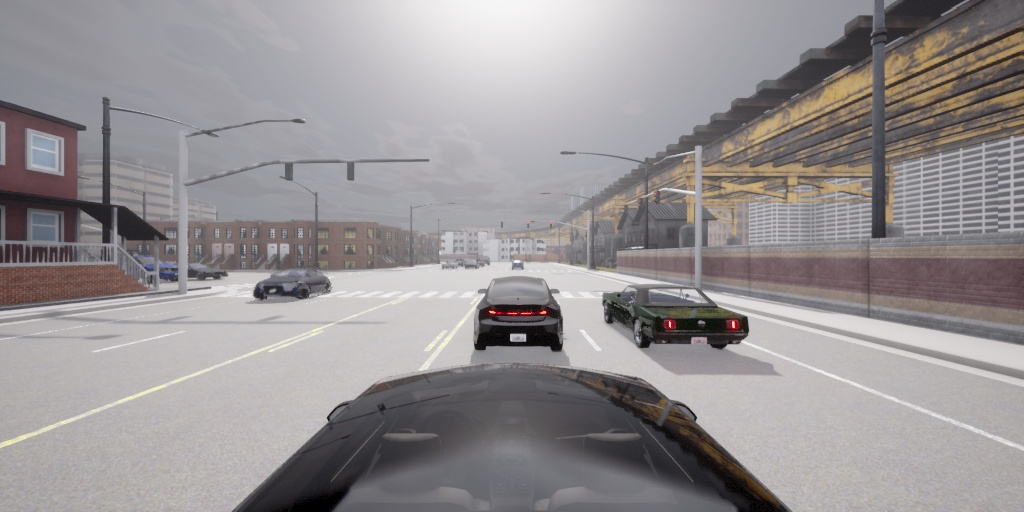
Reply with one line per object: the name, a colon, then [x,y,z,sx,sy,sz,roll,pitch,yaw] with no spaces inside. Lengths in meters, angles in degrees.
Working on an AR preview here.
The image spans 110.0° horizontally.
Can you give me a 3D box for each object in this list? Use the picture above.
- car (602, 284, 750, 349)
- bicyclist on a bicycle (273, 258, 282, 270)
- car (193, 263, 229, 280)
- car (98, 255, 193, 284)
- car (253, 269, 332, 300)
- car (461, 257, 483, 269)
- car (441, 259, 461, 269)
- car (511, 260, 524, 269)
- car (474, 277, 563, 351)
car: [3.668,1.351,9.144,1.895,1.301,4.718,0,0,1]
bicyclist on a bicycle: [-30.533,1.050,46.684,0.582,1.620,1.656,0,0,1]
car: [-27.093,1.297,30.144,5.357,1.411,2.033,0,0,1]
car: [-27.625,0.969,26.658,5.566,2.045,2.150,0,0,1]
car: [-10.526,1.314,17.519,1.994,1.385,4.181,0,0,-5]
car: [-6.294,1.297,56.927,2.033,1.411,5.357,0,0,1]
car: [-9.801,1.351,56.657,1.895,1.301,4.718,0,0,2]
car: [0.902,1.297,56.855,2.033,1.411,5.357,0,0,1]
car: [0.163,1.255,9.006,1.837,1.490,4.892,0,0,1]
